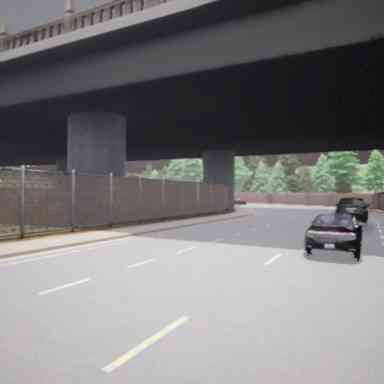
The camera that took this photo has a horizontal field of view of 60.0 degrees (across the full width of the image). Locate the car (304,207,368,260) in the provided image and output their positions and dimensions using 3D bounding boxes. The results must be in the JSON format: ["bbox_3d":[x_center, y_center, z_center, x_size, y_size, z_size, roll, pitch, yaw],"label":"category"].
[{"bbox_3d":[5.734,1.601,13.185,2.128,1.511,4.902,0,0,29],"label":"car"}]

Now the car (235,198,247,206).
[{"bbox_3d":[8.325,1.847,63.245,1.882,1.535,5.008,1,-1,-34],"label":"car"}]

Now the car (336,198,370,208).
[{"bbox_3d":[12.330,1.446,25.618,2.150,2.045,5.566,0,0,27],"label":"car"}]
